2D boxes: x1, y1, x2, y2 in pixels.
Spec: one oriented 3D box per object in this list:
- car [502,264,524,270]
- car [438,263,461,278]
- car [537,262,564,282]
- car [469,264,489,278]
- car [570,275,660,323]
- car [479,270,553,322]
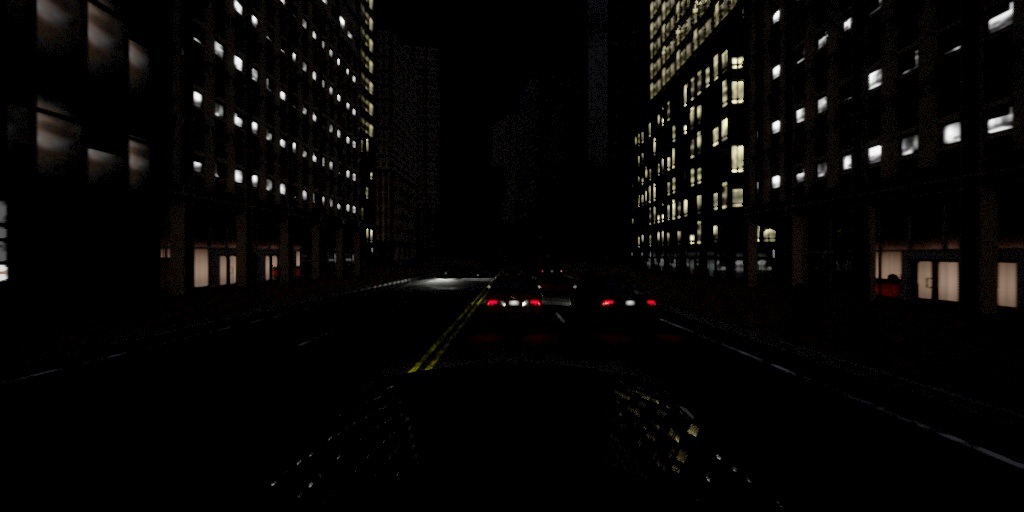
[{"bbox_3d":[0.093,1.492,33.314,1.812,1.442,4.674,0,0,0],"label":"car"},{"bbox_3d":[-6.593,1.489,38.177,2.128,1.511,4.902,0,0,0],"label":"car"},{"bbox_3d":[3.340,1.310,32.024,2.097,1.767,4.553,0,0,0],"label":"car"},{"bbox_3d":[-3.345,1.542,37.892,2.033,1.411,5.357,0,0,0],"label":"car"},{"bbox_3d":[3.315,1.376,12.514,2.033,1.411,5.357,0,0,0],"label":"car"},{"bbox_3d":[0.068,1.376,12.530,2.033,1.411,5.357,0,0,0],"label":"car"}]
